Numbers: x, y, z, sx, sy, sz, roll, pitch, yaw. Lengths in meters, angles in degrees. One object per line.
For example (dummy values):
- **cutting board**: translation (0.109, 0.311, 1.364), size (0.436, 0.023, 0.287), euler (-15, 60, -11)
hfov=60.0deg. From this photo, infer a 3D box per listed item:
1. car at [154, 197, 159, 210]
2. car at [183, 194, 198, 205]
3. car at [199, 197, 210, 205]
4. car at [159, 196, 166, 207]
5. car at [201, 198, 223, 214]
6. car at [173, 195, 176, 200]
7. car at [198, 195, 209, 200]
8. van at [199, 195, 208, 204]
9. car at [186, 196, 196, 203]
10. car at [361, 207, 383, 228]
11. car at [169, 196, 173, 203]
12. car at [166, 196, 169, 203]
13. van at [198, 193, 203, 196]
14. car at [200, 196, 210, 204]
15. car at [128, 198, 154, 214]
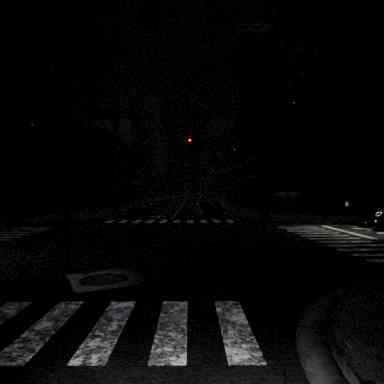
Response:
- **car**: translation (-5.675, 1.490, 41.639), size (1.967, 1.590, 4.097), euler (0, 0, 0)
- **car**: translation (-0.159, 1.598, 61.851), size (1.837, 1.490, 4.892), euler (0, 0, 0)
- **car**: translation (2.381, 1.647, 63.671), size (2.008, 1.369, 4.403), euler (0, 0, 0)
- **car**: translation (-5.659, 1.653, 52.660), size (1.802, 1.307, 4.206), euler (0, 0, 0)
- **car**: translation (2.343, 1.606, 36.116), size (1.947, 1.339, 4.313), euler (0, 0, 0)
- **car**: translation (-5.621, 1.694, 80.214), size (2.008, 1.369, 4.403), euler (0, 0, 0)
- **car**: translation (2.365, 1.637, 52.649), size (1.947, 1.339, 4.313), euler (0, 0, 0)
- **van**: translation (2.388, 1.453, 69.182), size (1.690, 1.788, 3.998), euler (0, 0, 0)
- **car**: translation (-0.236, 1.665, 73.717), size (2.033, 1.411, 5.357), euler (0, 0, 0)
- **car**: translation (13.004, 1.304, 20.633), size (4.553, 1.767, 2.097), euler (0, 0, 0)
- **car**: translation (-5.636, 1.552, 69.193), size (1.967, 1.590, 4.097), euler (0, 0, 0)
- **car**: translation (-5.651, 1.634, 58.171), size (2.008, 1.369, 4.403), euler (0, 0, 0)
- **van**: translation (2.373, 1.424, 58.160), size (1.690, 1.788, 3.998), euler (0, 0, 0)
- **car**: translation (2.358, 1.641, 47.139), size (1.802, 1.307, 4.206), euler (0, 0, 0)
- **car**: translation (-5.682, 1.480, 36.128), size (1.967, 1.590, 4.097), euler (0, 0, 0)
